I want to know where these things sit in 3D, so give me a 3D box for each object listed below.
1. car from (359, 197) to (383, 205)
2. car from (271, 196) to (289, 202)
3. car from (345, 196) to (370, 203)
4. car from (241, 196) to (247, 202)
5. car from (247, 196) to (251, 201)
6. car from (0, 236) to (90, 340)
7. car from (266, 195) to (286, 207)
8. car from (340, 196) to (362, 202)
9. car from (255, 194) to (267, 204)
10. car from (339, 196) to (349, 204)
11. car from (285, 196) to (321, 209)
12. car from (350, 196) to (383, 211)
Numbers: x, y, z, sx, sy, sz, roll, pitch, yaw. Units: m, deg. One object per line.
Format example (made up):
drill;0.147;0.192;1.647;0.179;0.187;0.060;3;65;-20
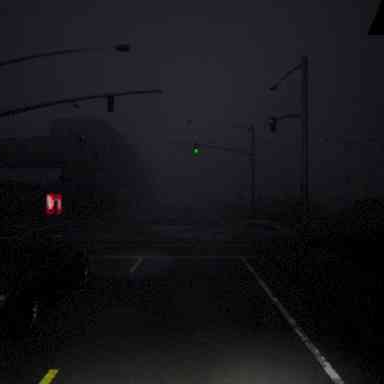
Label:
car;32.274;1.568;58.605;4.514;1.523;2.007;0;0;0
car;21.327;1.749;80.592;3.806;1.475;1.970;0;0;0
car;39.993;1.695;80.442;5.027;1.636;2.152;0;0;0
car;13.907;1.751;83.573;3.633;1.501;1.845;0;0;0
car;13.767;1.395;64.991;4.605;1.855;1.932;0;0;0
car;-3.528;1.593;6.524;1.994;1.385;4.181;0;0;1
car;14.177;1.383;49.290;5.027;1.636;2.152;0;0;0
car;39.941;1.718;83.579;4.514;1.523;2.007;0;0;0
car;14.179;1.362;62.085;3.866;1.878;1.905;0;0;0
car;32.317;1.633;68.598;3.633;1.501;1.845;0;0;0
car;14.500;1.434;42.873;3.806;1.475;1.970;0;0;0
car;21.548;1.484;39.209;4.514;1.523;2.007;0;0;0
